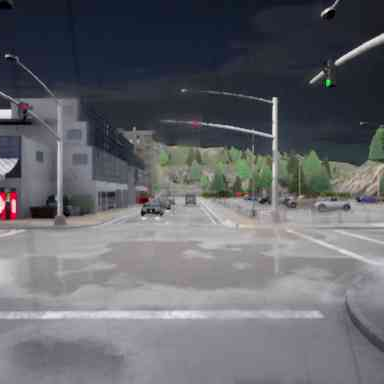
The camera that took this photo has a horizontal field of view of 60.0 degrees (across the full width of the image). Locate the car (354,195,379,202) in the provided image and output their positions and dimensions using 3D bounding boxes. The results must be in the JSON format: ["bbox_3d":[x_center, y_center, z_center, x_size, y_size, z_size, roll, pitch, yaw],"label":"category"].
[{"bbox_3d":[39.589,1.370,75.520,4.514,1.523,2.007,0,0,0],"label":"car"}]

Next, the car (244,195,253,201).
[{"bbox_3d":[13.555,1.405,75.393,3.633,1.501,1.845,0,0,0],"label":"car"}]

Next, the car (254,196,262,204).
[{"bbox_3d":[13.502,1.124,56.809,4.605,1.855,1.932,0,0,0],"label":"car"}]

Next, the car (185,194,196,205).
[{"bbox_3d":[-0.255,1.560,58.173,2.033,1.411,5.357,0,0,0],"label":"car"}]

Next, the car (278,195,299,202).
[{"bbox_3d":[20.989,1.414,72.447,3.806,1.475,1.970,0,0,0],"label":"car"}]

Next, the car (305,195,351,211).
[{"bbox_3d":[14.337,1.255,34.695,3.806,1.475,1.970,0,0,0],"label":"car"}]

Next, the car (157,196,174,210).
[{"bbox_3d":[-3.778,1.361,42.478,2.097,1.767,4.553,0,0,0],"label":"car"}]

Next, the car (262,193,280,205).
[{"bbox_3d":[13.927,1.103,53.905,3.866,1.878,1.905,0,0,0],"label":"car"}]

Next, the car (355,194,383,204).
[{"bbox_3d":[32.035,1.347,60.503,3.633,1.501,1.845,0,0,0],"label":"car"}]

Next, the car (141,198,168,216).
[{"bbox_3d":[-3.736,1.571,32.209,1.994,1.385,4.181,0,0,0],"label":"car"}]

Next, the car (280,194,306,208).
[{"bbox_3d":[13.985,1.177,41.111,5.027,1.636,2.152,0,0,0],"label":"car"}]
